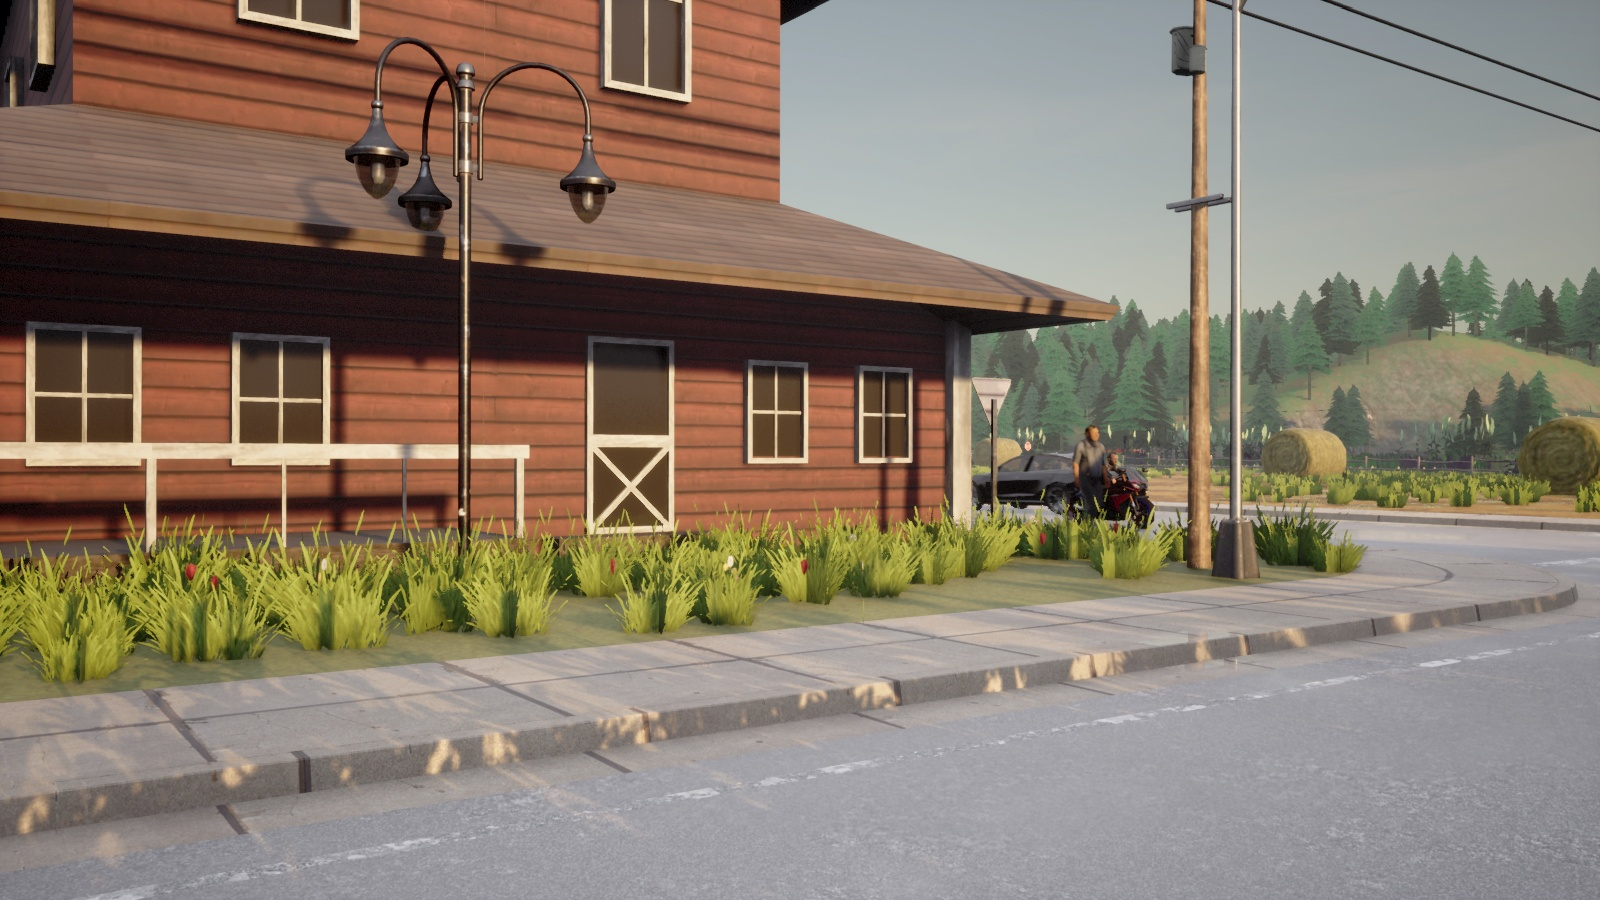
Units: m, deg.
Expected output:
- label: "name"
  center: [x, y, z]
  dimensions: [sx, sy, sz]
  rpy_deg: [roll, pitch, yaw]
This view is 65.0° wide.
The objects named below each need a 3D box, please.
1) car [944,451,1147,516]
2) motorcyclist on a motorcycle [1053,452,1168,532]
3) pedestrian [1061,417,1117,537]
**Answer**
- label: "car"
  center: [6.029, 0.782, 31.402]
  dimensions: [2.163, 1.488, 4.792]
  rpy_deg: [0, 0, -35]
- label: "motorcyclist on a motorcycle"
  center: [6.203, 0.801, 25.174]
  dimensions: [0.866, 1.530, 2.191]
  rpy_deg: [0, 0, -36]
- label: "pedestrian"
  center: [4.569, 0.419, 19.877]
  dimensions: [0.540, 1.848, 0.694]
  rpy_deg: [0, 0, -29]
